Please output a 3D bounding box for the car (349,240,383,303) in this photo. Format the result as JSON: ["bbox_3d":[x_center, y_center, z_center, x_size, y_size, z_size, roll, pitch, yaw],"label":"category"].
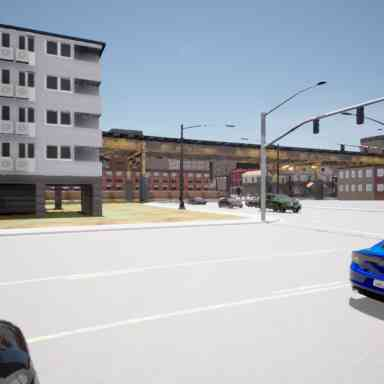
[{"bbox_3d":[5.578,1.478,6.923,5.008,1.535,1.882,0,0,-25],"label":"car"}]

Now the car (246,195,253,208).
[{"bbox_3d":[9.374,1.547,46.454,2.033,1.411,5.357,0,0,-26],"label":"car"}]

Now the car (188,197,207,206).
[{"bbox_3d":[0.795,1.547,56.202,2.033,1.411,5.357,0,0,-18],"label":"car"}]

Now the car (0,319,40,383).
[{"bbox_3d":[-3.292,1.564,2.244,4.181,1.385,1.994,0,0,-33],"label":"car"}]

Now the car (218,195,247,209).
[{"bbox_3d":[5.295,1.526,46.450,1.812,1.442,4.674,0,0,-25],"label":"car"}]

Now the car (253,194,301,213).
[{"bbox_3d":[9.668,1.222,37.296,2.150,2.045,5.566,0,0,-26],"label":"car"}]
